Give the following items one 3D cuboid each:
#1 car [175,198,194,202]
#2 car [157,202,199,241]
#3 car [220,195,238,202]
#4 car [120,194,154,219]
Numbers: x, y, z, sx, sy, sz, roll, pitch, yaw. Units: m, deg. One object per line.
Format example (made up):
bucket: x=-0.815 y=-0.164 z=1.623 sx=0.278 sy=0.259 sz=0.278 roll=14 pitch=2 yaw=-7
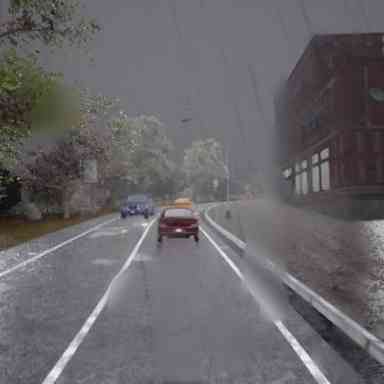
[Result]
car: x=-0.831 y=1.377 z=35.112 sx=1.882 sy=1.535 sz=5.008 roll=-1 pitch=0 yaw=5
car: x=-0.718 y=1.474 z=16.659 sx=1.882 sy=1.535 sz=5.008 roll=0 pitch=0 yaw=-3
car: x=7.480 y=1.334 z=67.255 sx=1.895 sy=1.301 sz=4.718 roll=-4 pitch=-1 yaw=36
car: x=-4.576 y=1.177 z=28.586 sx=2.150 sy=2.045 sz=5.566 roll=0 pitch=0 yaw=0
